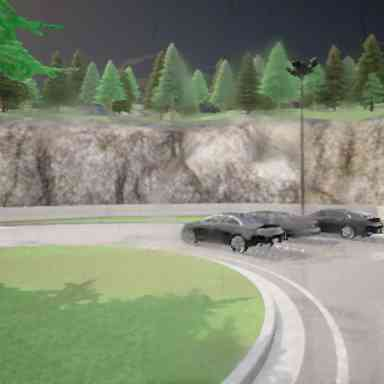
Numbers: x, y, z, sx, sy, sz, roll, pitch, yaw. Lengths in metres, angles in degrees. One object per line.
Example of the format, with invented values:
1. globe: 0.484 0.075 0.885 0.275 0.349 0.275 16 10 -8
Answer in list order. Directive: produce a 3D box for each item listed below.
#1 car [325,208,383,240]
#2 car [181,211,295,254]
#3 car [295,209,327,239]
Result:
1. car: 7.476 1.617 17.849 1.837 1.490 4.892 2 -2 -37
2. car: 1.514 1.612 14.187 2.128 1.511 4.902 1 -1 -41
3. car: 3.785 1.680 17.234 5.357 1.411 2.033 -1 -1 42
